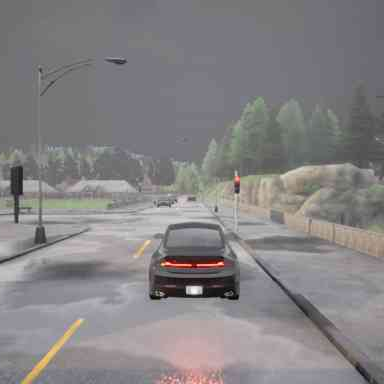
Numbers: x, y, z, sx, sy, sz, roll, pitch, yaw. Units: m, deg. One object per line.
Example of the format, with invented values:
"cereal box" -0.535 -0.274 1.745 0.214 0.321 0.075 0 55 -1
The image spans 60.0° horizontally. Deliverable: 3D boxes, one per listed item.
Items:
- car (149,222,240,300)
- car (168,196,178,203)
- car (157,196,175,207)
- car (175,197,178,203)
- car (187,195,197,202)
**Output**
"car" 0.058 1.505 8.363 1.837 1.490 4.892 0 0 0
"car" -4.019 1.595 69.926 1.895 1.301 4.718 0 0 0
"car" -4.109 1.564 49.729 1.994 1.385 4.181 0 0 0
"car" -4.094 1.505 59.744 1.837 1.490 4.892 0 0 0
"car" -0.020 1.324 70.981 1.882 1.535 5.008 0 0 0
